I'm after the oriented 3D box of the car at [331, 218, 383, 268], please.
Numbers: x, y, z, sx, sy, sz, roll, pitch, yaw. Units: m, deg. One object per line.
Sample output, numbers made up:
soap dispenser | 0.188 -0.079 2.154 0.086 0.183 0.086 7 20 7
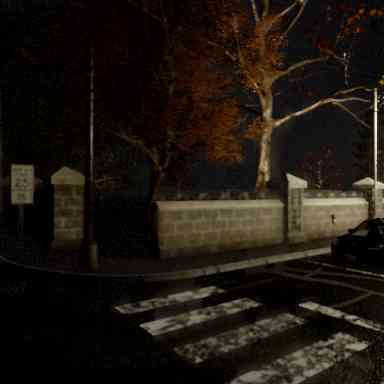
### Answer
car | 6.523 1.577 11.212 4.313 1.339 1.947 0 0 -36
